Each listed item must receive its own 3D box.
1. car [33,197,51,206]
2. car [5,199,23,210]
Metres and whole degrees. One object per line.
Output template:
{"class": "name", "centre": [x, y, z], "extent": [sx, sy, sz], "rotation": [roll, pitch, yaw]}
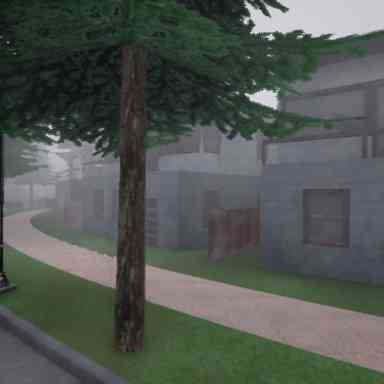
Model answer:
{"class": "car", "centre": [-23.724, 1.491, 53.468], "extent": [1.882, 1.535, 5.008], "rotation": [0, 0, 8]}
{"class": "car", "centre": [-23.842, 1.578, 43.209], "extent": [1.895, 1.301, 4.718], "rotation": [0, 0, -1]}
